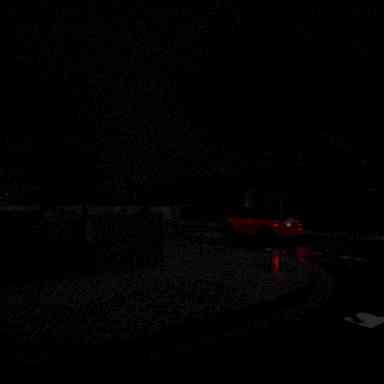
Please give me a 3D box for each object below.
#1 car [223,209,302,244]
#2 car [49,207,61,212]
[{"bbox_3d":[3.630,1.672,17.944,2.097,1.767,4.553,1,-2,-30],"label":"car"},{"bbox_3d":[-19.476,2.816,46.240,1.837,1.490,4.892,1,-2,-39],"label":"car"}]
